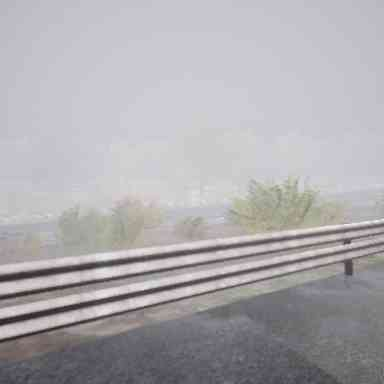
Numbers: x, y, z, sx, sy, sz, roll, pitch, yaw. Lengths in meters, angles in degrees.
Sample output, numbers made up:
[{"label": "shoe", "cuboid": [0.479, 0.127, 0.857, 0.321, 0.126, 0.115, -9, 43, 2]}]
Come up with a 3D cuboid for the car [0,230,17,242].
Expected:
[{"label": "car", "cuboid": [-25.948, 6.168, 43.841, 4.181, 1.385, 1.994, -5, 3, -21]}]

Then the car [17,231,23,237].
[{"label": "car", "cuboid": [-26.422, 6.064, 47.423, 4.718, 1.301, 1.895, -5, 3, -21]}]

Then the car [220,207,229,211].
[{"label": "car", "cuboid": [7.550, 3.390, 60.520, 4.718, 1.301, 1.895, -5, 3, -21]}]

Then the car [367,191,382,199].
[{"label": "car", "cuboid": [40.677, 0.537, 73.014, 4.553, 1.767, 2.097, -4, 3, -20]}]

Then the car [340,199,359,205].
[{"label": "car", "cuboid": [28.348, 2.032, 60.917, 4.674, 1.442, 1.812, -4, 3, -21]}]
